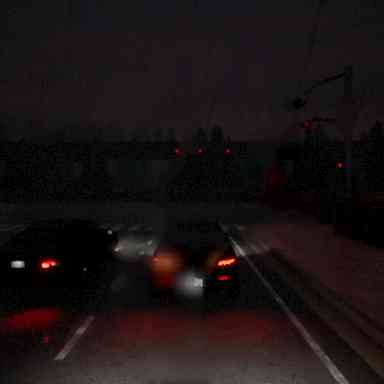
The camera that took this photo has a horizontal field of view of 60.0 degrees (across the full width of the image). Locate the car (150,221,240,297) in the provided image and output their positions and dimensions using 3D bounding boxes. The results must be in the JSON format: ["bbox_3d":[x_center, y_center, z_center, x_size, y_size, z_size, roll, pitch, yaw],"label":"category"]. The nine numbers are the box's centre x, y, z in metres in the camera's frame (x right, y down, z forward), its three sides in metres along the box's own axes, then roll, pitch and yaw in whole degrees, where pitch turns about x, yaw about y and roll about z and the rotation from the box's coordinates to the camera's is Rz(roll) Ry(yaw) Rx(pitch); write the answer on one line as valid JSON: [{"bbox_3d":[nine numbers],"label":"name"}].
[{"bbox_3d":[0.064,1.435,8.247,1.812,1.442,4.674,0,1,0],"label":"car"}]

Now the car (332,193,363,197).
[{"bbox_3d":[20.262,1.093,43.357,4.181,1.385,1.994,0,1,0],"label":"car"}]

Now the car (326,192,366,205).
[{"bbox_3d":[21.635,0.843,46.847,4.553,1.767,2.097,0,1,0],"label":"car"}]

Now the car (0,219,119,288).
[{"bbox_3d":[-3.429,1.448,9.064,2.033,1.411,5.357,0,1,0],"label":"car"}]
